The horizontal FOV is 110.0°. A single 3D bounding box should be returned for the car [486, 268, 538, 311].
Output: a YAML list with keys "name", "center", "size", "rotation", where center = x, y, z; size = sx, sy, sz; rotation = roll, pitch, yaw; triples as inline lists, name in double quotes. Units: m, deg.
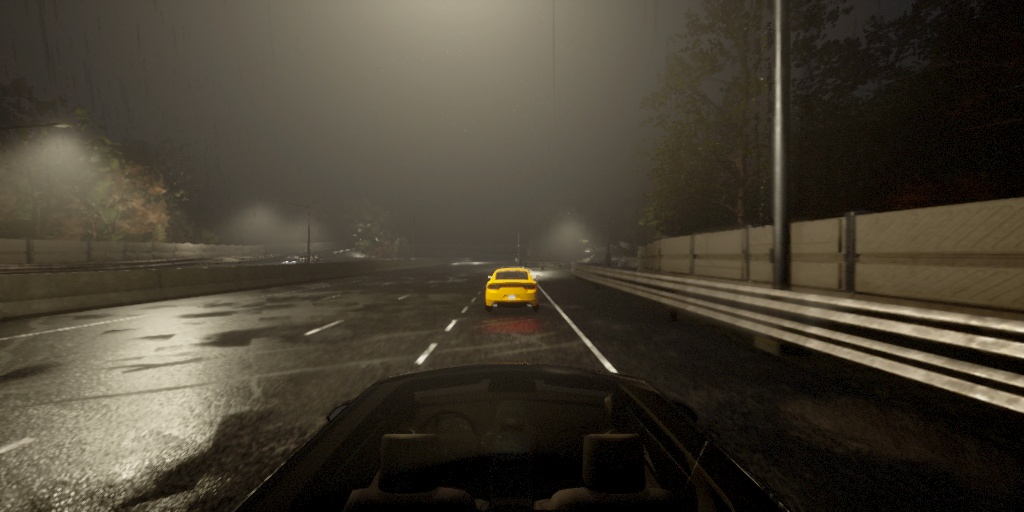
- name: "car"
  center: [0.005, 1.227, 14.561]
  size: [1.882, 1.535, 5.008]
  rotation: [0, 0, 0]
